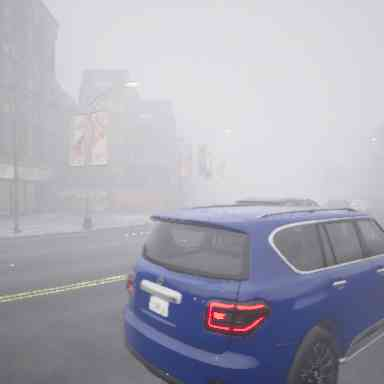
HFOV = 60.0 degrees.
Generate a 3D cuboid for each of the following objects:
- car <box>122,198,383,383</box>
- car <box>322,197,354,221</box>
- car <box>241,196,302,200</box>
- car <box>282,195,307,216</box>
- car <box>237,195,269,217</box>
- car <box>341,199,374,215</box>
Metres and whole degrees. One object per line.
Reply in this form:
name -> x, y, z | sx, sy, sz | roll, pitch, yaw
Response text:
car -> 1.687, 1.218, 5.031 | 5.566, 2.045, 2.150 | 0, 0, -41
car -> 12.283, 1.337, 28.302 | 2.097, 1.767, 4.553 | 0, 0, 19
car -> 3.383, 1.214, 11.717 | 2.150, 2.045, 5.566 | 0, 0, 41
car -> 8.796, 1.075, 28.408 | 1.882, 1.535, 5.008 | 0, 0, 19
car -> 5.494, 1.140, 29.570 | 2.097, 1.767, 4.553 | 0, 0, 19
car -> 17.422, 1.508, 35.216 | 1.812, 1.442, 4.674 | 0, 0, 10
